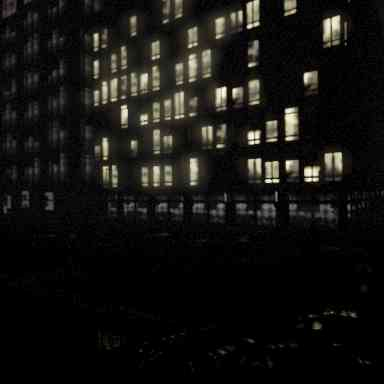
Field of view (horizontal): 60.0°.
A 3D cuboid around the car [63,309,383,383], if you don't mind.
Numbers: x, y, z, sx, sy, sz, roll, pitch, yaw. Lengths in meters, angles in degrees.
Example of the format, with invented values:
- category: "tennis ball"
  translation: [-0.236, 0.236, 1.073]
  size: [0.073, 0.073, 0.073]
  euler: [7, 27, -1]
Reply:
- category: "car"
  translation: [0.875, 1.570, 2.256]
  size: [4.313, 1.339, 1.947]
  euler: [-1, -1, 36]
